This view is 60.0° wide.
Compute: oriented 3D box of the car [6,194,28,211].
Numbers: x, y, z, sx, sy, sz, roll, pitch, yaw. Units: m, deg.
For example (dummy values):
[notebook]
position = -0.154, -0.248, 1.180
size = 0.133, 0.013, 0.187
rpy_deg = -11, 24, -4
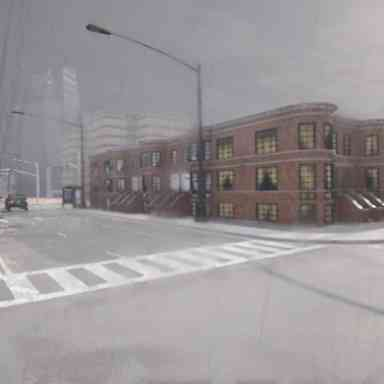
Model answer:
[car]
position = -22.243, 1.311, 42.305
size = 2.150, 2.045, 5.566
rpy_deg = -2, 1, -32
